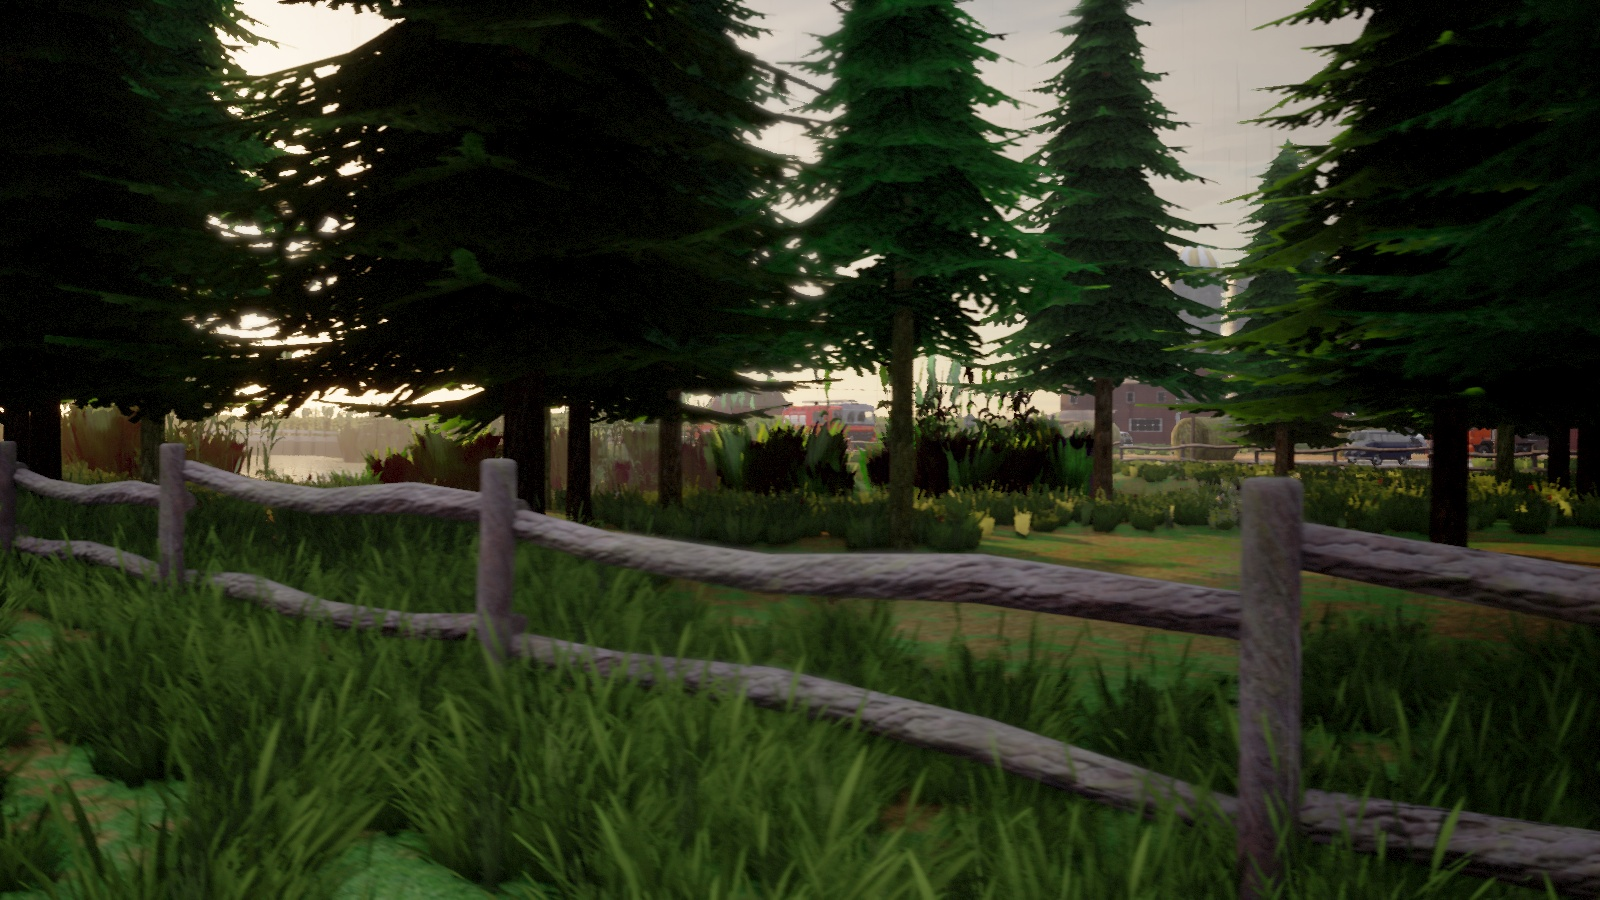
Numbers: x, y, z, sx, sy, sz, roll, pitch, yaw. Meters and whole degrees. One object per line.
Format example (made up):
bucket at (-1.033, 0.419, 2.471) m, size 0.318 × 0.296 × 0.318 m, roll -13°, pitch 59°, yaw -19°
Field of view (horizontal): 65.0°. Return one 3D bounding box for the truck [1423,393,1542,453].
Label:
truck at (41.518, -1.615, 76.301) m, size 7.936 × 3.462 × 2.891 m, roll -1°, pitch 1°, yaw -33°

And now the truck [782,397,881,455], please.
truck at (2.087, -1.642, 87.957) m, size 2.891 × 3.827 × 8.468 m, roll -1°, pitch 1°, yaw -30°

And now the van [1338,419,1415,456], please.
van at (32.360, -0.724, 70.453) m, size 4.442 × 1.987 × 1.775 m, roll -1°, pitch 1°, yaw -33°
